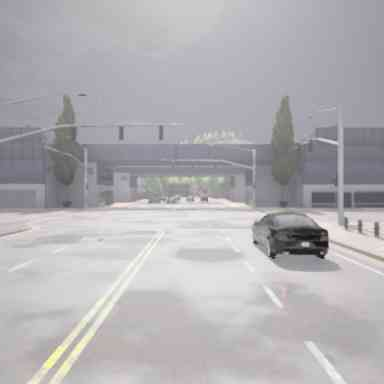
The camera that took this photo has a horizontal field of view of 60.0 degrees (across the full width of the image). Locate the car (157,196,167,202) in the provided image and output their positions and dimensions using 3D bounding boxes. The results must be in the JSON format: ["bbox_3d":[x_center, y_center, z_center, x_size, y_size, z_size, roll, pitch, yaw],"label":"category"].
[{"bbox_3d":[-7.419,1.618,82.343,2.033,1.411,5.357,0,0,0],"label":"car"}]

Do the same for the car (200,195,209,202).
[{"bbox_3d":[3.072,1.654,81.076,1.837,1.490,4.892,0,0,0],"label":"car"}]

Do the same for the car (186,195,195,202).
[{"bbox_3d":[-0.429,1.693,80.873,2.033,1.411,5.357,0,0,0],"label":"car"}]

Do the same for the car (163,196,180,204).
[{"bbox_3d":[-4.047,1.626,65.904,2.128,1.511,4.902,0,0,1],"label":"car"}]

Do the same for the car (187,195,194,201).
[{"bbox_3d":[-0.361,1.569,90.561,1.882,1.535,5.008,0,0,0],"label":"car"}]

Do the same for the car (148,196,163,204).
[{"bbox_3d":[-7.546,1.685,65.897,1.994,1.385,4.181,0,0,1],"label":"car"}]

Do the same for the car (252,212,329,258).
[{"bbox_3d":[3.571,1.502,12.895,1.882,1.535,5.008,0,0,0],"label":"car"}]

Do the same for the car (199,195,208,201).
[{"bbox_3d":[3.139,1.607,90.464,2.128,1.511,4.902,0,0,0],"label":"car"}]

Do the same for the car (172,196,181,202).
[{"bbox_3d":[-3.919,1.630,82.331,1.994,1.385,4.181,0,0,0],"label":"car"}]
